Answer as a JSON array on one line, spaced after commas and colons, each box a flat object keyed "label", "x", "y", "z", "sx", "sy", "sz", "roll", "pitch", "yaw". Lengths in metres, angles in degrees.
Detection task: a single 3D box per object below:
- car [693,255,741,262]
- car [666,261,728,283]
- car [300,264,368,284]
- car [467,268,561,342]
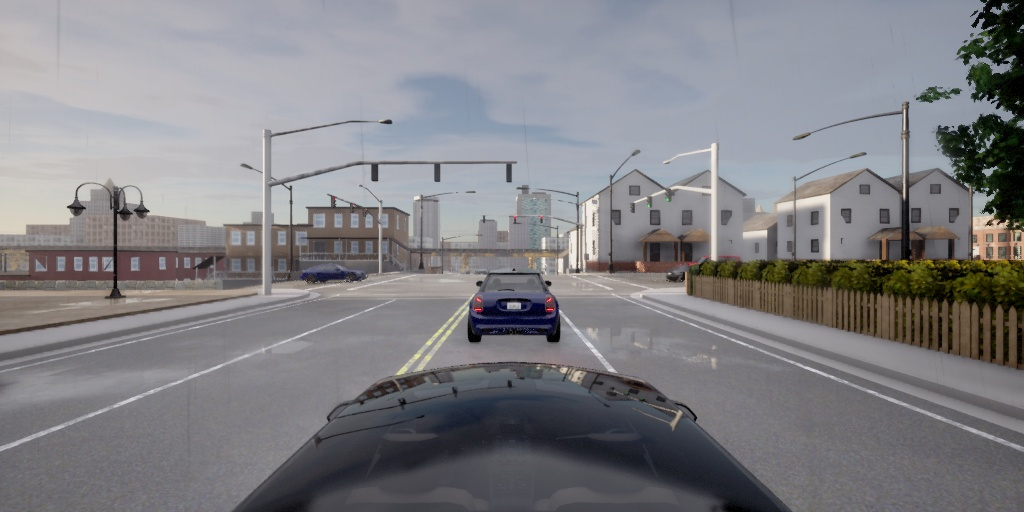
[{"label": "car", "x": 17.029, "y": 0.971, "z": 31.031, "sx": 5.566, "sy": 2.045, "sz": 2.150, "roll": 0, "pitch": 0, "yaw": -1}, {"label": "car", "x": 13.974, "y": 1.314, "z": 27.277, "sx": 4.181, "sy": 1.385, "sz": 1.994, "roll": 0, "pitch": 0, "yaw": -1}, {"label": "car", "x": -13.306, "y": 1.300, "z": 26.893, "sx": 4.674, "sy": 1.442, "sz": 1.812, "roll": -2, "pitch": 0, "yaw": -2}, {"label": "car", "x": 0.051, "y": 1.102, "z": 9.905, "sx": 2.097, "sy": 1.767, "sz": 4.553, "roll": 0, "pitch": 0, "yaw": 0}]
